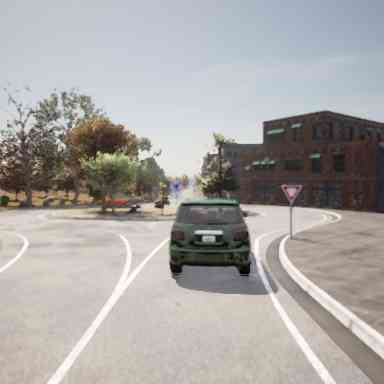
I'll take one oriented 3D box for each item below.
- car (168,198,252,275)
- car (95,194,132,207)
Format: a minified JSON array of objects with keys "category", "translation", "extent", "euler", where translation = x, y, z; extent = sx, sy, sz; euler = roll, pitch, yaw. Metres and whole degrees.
[{"category":"car","translation":[0.626,1.207,10.576],"extent":[2.150,2.045,5.566],"euler":[0,0,5]},{"category":"car","translation":[-10.252,1.075,43.356],"extent":[4.553,1.767,2.097],"euler":[1,2,-28]}]
